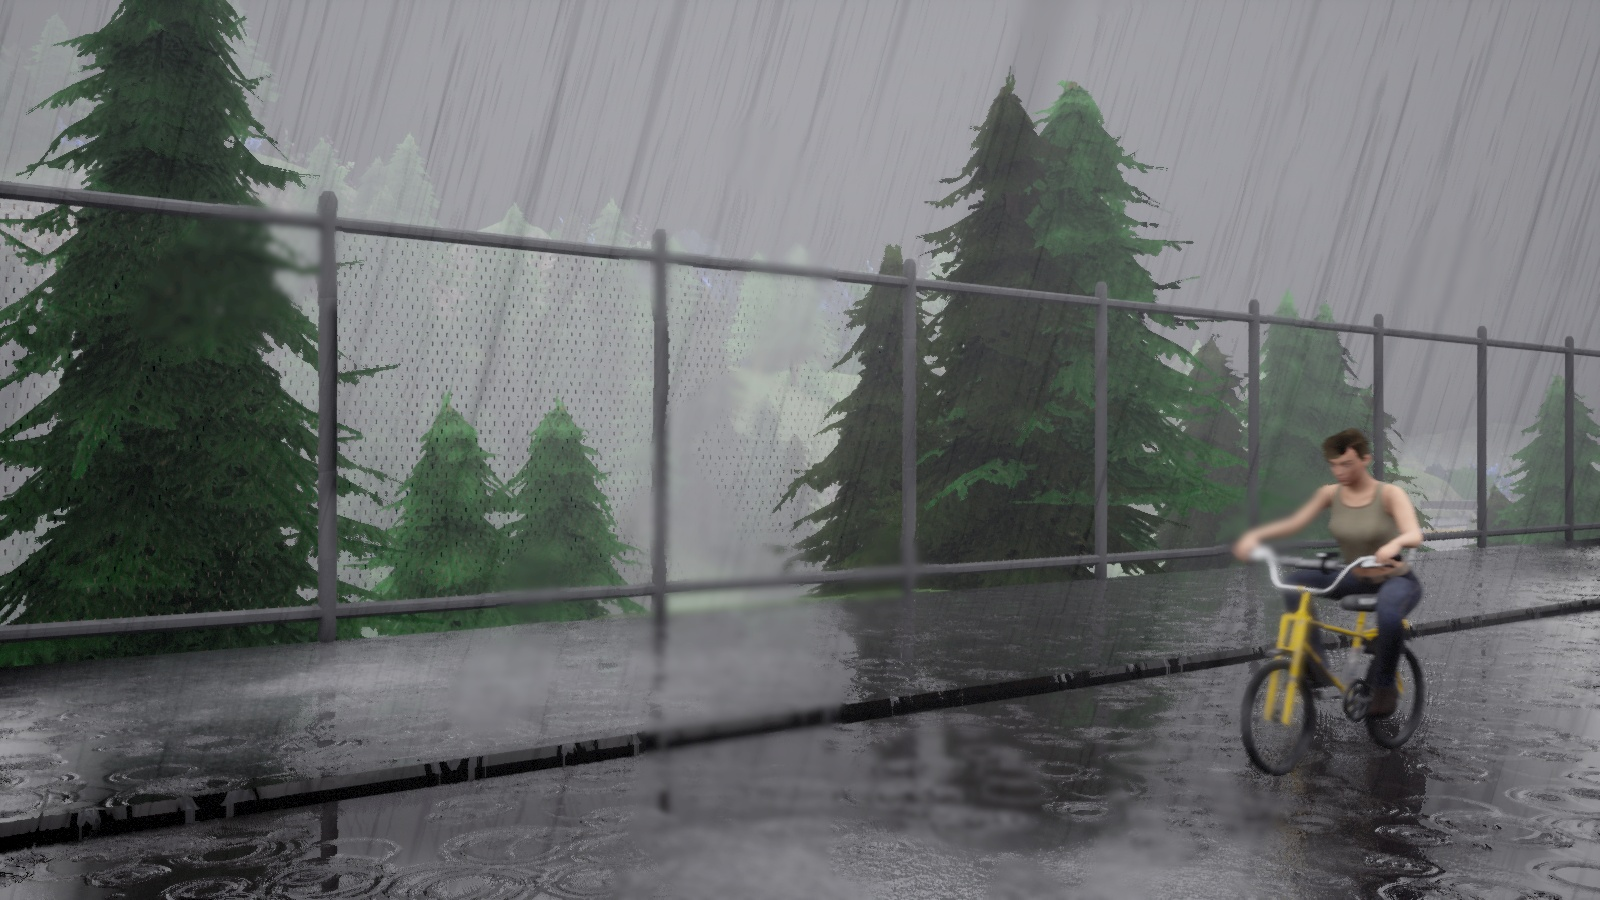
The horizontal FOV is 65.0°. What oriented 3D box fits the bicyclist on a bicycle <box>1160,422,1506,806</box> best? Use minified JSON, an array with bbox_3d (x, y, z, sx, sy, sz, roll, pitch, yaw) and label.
[{"bbox_3d":[2.584,0.691,6.066,1.509,1.612,0.866,0,0,-35],"label":"bicyclist on a bicycle"}]
